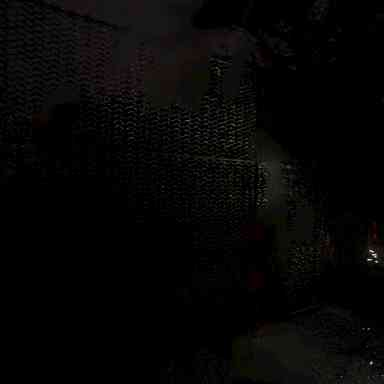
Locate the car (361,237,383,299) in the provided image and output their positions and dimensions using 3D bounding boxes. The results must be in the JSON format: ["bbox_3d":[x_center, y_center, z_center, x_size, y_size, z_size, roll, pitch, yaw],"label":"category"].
[{"bbox_3d":[6.049,1.256,7.363,5.566,2.045,2.150,0,0,-35],"label":"car"}]
